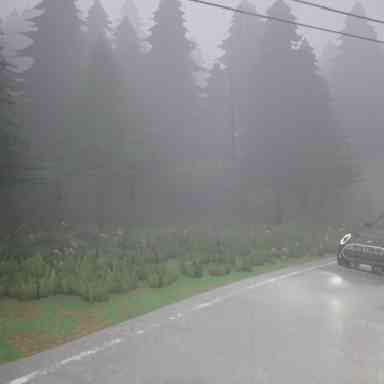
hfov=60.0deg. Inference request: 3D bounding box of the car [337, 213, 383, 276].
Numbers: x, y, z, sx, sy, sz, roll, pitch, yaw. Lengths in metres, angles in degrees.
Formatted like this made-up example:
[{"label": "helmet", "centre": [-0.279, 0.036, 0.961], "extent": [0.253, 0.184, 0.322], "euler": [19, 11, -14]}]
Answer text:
[{"label": "car", "centre": [6.307, 1.320, 9.641], "extent": [4.553, 1.767, 2.097], "euler": [0, 0, -32]}]
